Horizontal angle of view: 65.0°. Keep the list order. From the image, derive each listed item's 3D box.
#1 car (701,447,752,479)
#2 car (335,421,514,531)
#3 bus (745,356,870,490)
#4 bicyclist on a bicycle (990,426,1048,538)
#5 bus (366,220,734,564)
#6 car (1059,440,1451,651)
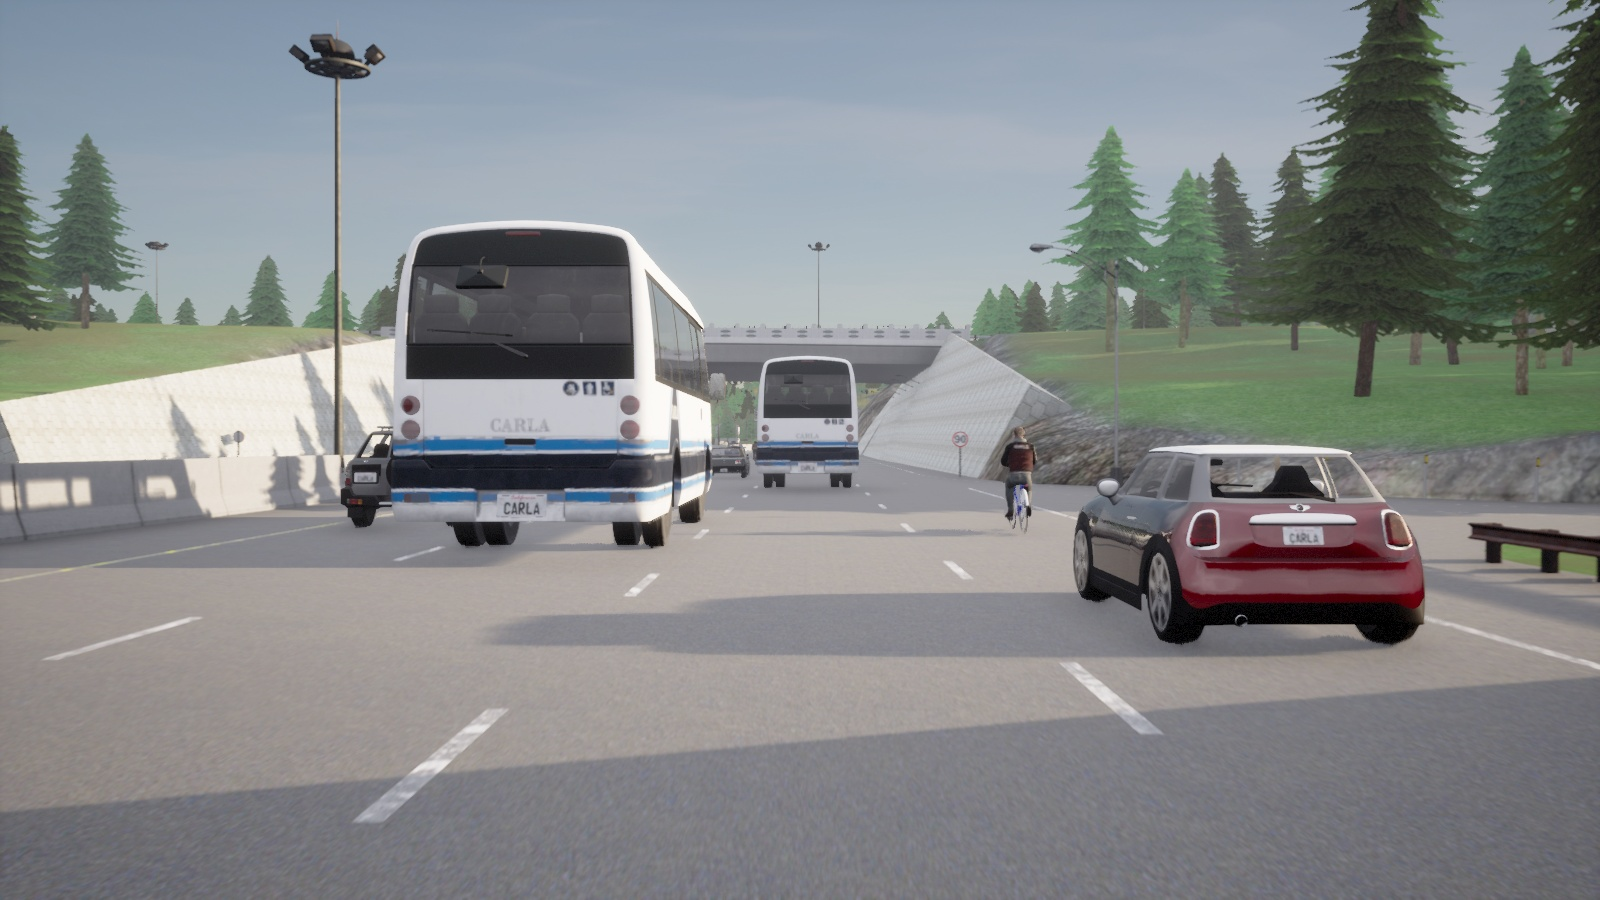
[{"bbox_3d":[-3.172,0.535,54.912,1.895,1.301,4.718,0,0,0],"label":"car"},{"bbox_3d":[-6.851,0.426,23.441,1.932,1.855,4.605,0,0,0],"label":"car"},{"bbox_3d":[0.272,-0.883,44.952,3.944,4.253,10.273,0,0,0],"label":"bus"},{"bbox_3d":[3.635,0.502,20.979,0.659,1.776,1.843,0,1,0],"label":"bicyclist on a bicycle"},{"bbox_3d":[-3.366,-0.749,20.671,3.944,4.253,10.273,0,0,0],"label":"bus"},{"bbox_3d":[3.576,0.655,10.683,1.970,1.475,3.806,0,0,0],"label":"car"}]
